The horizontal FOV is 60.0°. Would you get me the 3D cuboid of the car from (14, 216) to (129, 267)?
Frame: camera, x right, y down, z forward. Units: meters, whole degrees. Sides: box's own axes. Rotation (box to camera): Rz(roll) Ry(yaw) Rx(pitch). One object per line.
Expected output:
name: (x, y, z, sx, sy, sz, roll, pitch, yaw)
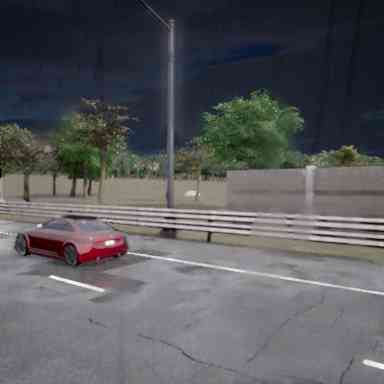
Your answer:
car: (-4.114, 1.490, 11.203, 4.181, 1.385, 1.994, 1, 0, 35)
